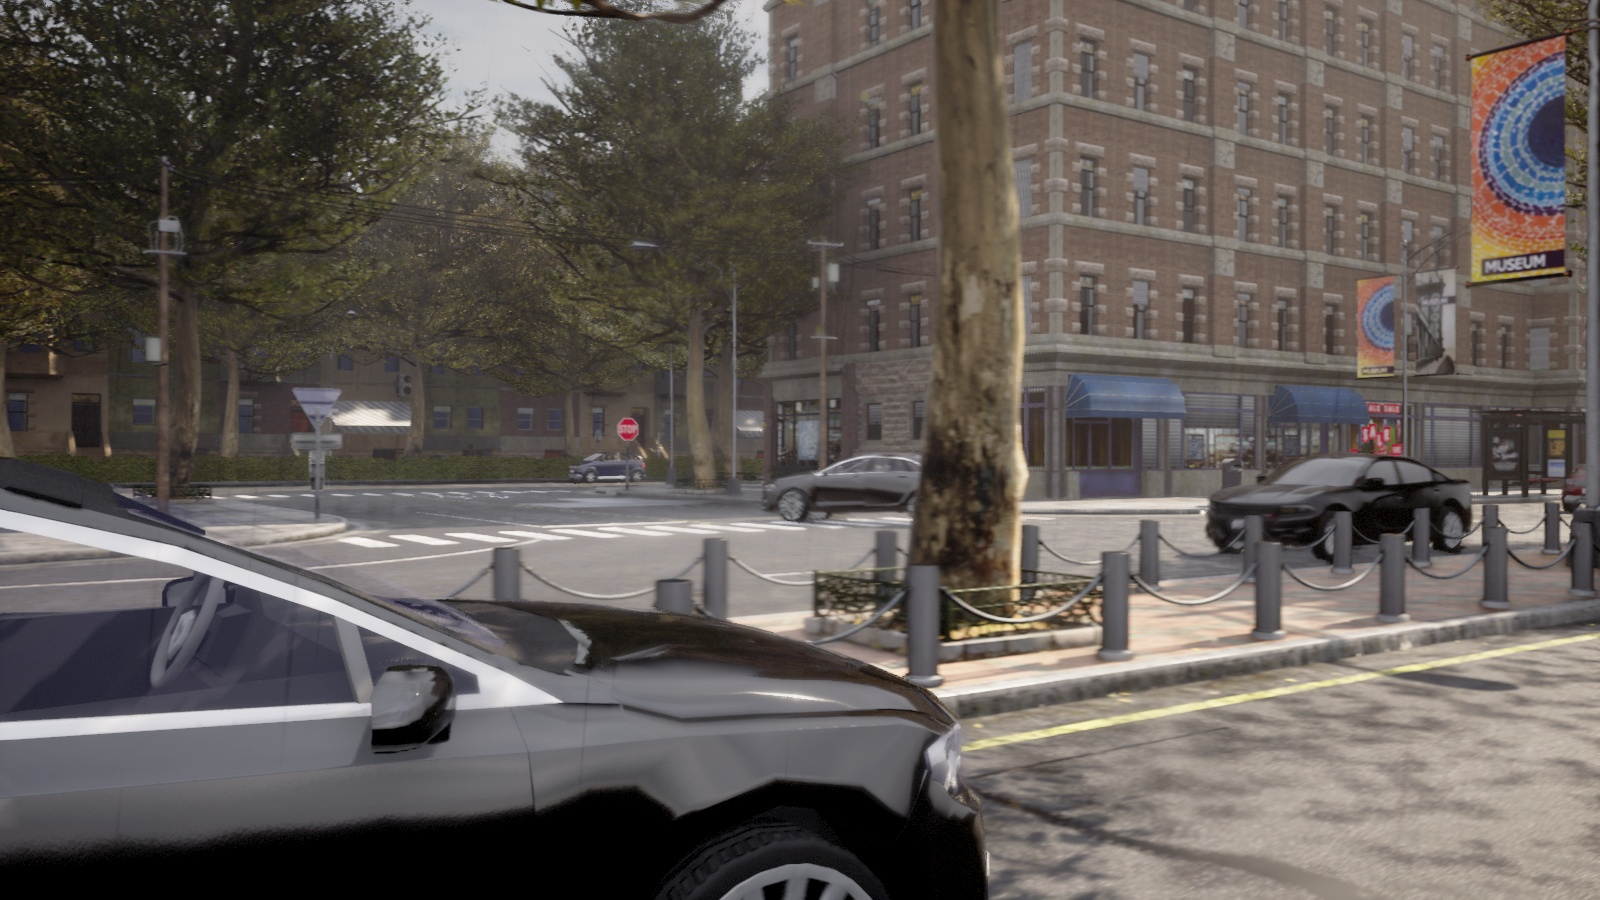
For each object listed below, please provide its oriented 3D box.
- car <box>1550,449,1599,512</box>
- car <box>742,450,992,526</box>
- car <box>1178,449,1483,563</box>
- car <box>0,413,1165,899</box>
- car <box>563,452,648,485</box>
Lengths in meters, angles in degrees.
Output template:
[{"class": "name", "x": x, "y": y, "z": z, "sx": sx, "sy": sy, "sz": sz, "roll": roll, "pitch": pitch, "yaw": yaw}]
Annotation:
[{"class": "car", "x": 21.161, "y": 0.758, "z": 32.368, "sx": 3.705, "sy": 1.549, "sz": 1.789, "roll": 0, "pitch": 0, "yaw": -35}, {"class": "car", "x": 1.435, "y": 0.763, "z": 26.881, "sx": 4.902, "sy": 1.511, "sz": 2.128, "roll": 0, "pitch": 0, "yaw": 23}, {"class": "car", "x": 8.128, "y": 0.752, "z": 19.048, "sx": 5.008, "sy": 1.535, "sz": 1.882, "roll": 0, "pitch": 0, "yaw": -35}, {"class": "car", "x": -1.760, "y": 0.711, "z": 2.435, "sx": 4.902, "sy": 1.511, "sz": 2.128, "roll": 0, "pitch": 0, "yaw": -35}, {"class": "car", "x": -9.539, "y": 0.892, "z": 61.579, "sx": 3.705, "sy": 1.549, "sz": 1.789, "roll": 0, "pitch": 0, "yaw": -35}]
